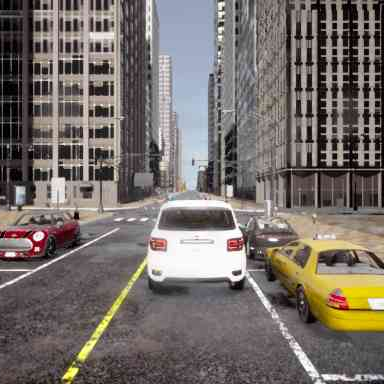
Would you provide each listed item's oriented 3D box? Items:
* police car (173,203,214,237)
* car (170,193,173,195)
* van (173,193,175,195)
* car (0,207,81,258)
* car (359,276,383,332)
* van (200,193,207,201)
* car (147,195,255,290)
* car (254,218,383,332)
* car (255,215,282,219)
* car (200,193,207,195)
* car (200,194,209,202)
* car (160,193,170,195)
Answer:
[{"bbox_3d":[0.101,1.498,19.150,2.038,1.542,4.974,0,0,1],"label":"police car"},{"bbox_3d":[-5.702,1.242,67.393,2.192,1.841,5.009,0,0,0],"label":"car"},{"bbox_3d":[-5.668,1.225,84.448,1.690,1.788,3.998,0,0,0],"label":"van"},{"bbox_3d":[-5.685,1.438,12.445,1.967,1.590,4.097,0,0,0],"label":"car"},{"bbox_3d":[2.692,1.551,1.106,2.008,1.369,4.403,0,0,0],"label":"car"},{"bbox_3d":[2.711,1.240,78.758,1.690,1.788,3.998,0,0,0],"label":"van"},{"bbox_3d":[0.102,1.220,9.230,2.150,2.045,5.566,0,0,0],"label":"car"},{"bbox_3d":[2.693,1.525,6.947,1.752,1.417,4.829,0,0,0],"label":"car"},{"bbox_3d":[2.695,1.548,12.445,2.008,1.369,4.403,0,0,0],"label":"car"},{"bbox_3d":[2.802,1.380,61.705,1.967,1.590,4.097,0,0,0],"label":"car"},{"bbox_3d":[2.709,1.353,73.073,1.967,1.590,4.097,0,0,0],"label":"car"},{"bbox_3d":[-5.769,1.380,61.708,1.967,1.590,4.097,0,0,0],"label":"car"}]
